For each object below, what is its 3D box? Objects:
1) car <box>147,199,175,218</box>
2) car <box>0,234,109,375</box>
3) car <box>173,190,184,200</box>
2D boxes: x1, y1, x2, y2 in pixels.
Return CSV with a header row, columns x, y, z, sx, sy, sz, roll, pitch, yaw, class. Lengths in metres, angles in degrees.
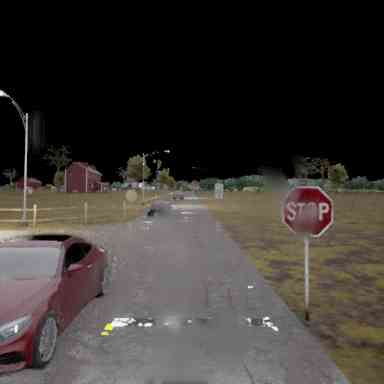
x,y,z,sx,sy,sz,roll,pitch,yaw,class
-2.775,1.532,28.975,1.895,1.301,4.718,0,1,0,car
-2.751,1.542,5.841,1.812,1.442,4.674,0,0,0,car
-2.876,0.693,70.515,2.150,2.045,5.566,0,1,0,car
